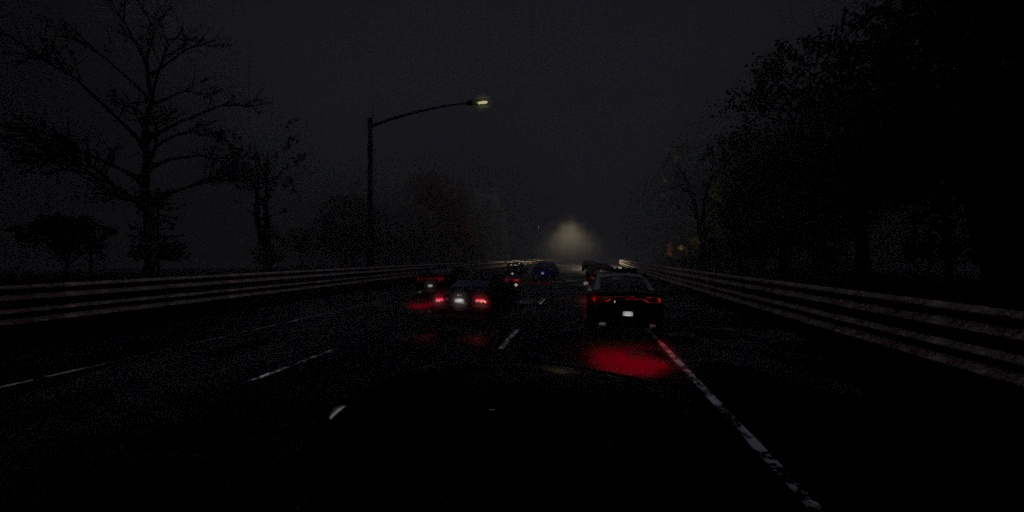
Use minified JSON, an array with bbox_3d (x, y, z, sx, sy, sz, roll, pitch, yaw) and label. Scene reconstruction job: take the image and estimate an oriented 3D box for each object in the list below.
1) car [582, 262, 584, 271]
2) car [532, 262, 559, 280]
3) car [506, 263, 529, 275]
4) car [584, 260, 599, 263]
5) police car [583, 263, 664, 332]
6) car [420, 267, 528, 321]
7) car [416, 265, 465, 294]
[{"bbox_3d":[10.552,1.254,48.648,1.882,1.535,5.008,0,0,15],"label":"car"},{"bbox_3d":[3.017,1.237,31.512,1.882,1.535,5.008,0,0,12],"label":"car"},{"bbox_3d":[0.531,1.362,36.432,1.895,1.301,4.718,0,0,13],"label":"car"},{"bbox_3d":[6.438,1.262,26.464,1.837,1.490,4.892,0,0,12],"label":"car"},{"bbox_3d":[3.266,1.176,11.099,1.930,1.638,5.238,0,0,11],"label":"police car"},{"bbox_3d":[-0.977,1.298,12.474,2.033,1.411,5.357,0,0,11],"label":"car"},{"bbox_3d":[-3.257,1.229,18.906,1.882,1.535,5.008,0,0,12],"label":"car"}]
